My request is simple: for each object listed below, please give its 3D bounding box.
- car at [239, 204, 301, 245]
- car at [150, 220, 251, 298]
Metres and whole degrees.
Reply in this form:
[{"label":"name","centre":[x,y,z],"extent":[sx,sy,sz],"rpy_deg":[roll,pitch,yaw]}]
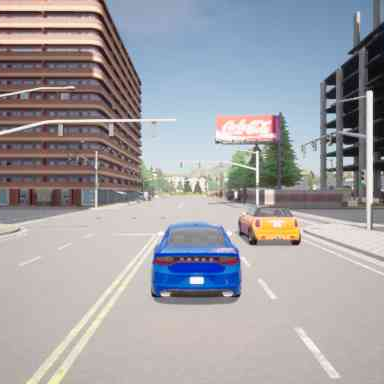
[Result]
[{"label":"car","centre":[3.472,1.352,15.687],"extent":[2.097,1.767,4.553],"rpy_deg":[0,0,0]},{"label":"car","centre":[0.085,1.478,8.598],"extent":[1.882,1.535,5.008],"rpy_deg":[0,0,0]}]
